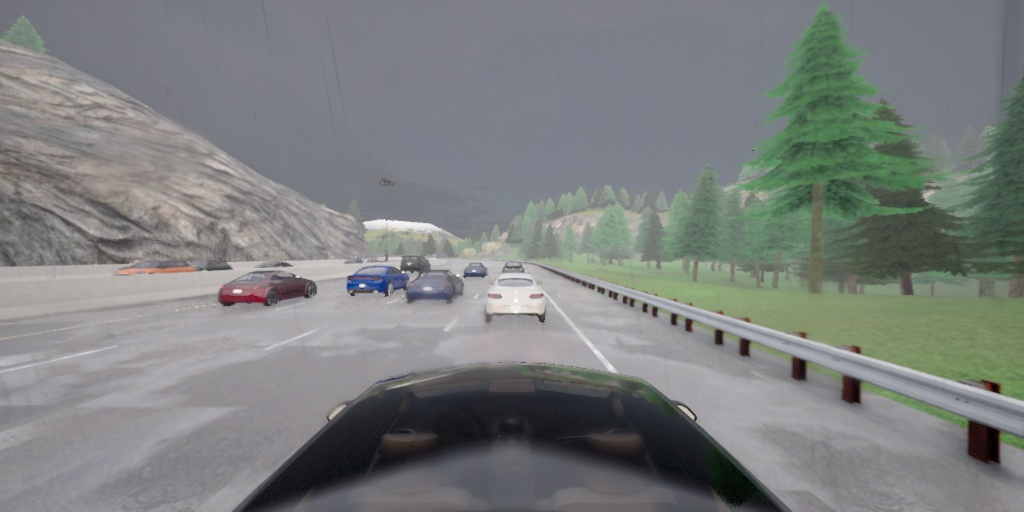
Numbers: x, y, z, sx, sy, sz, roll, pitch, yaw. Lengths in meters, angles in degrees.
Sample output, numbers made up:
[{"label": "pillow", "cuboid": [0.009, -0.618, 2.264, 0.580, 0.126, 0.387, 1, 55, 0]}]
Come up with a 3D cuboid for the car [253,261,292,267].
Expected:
[{"label": "car", "cuboid": [-21.082, 1.234, 31.374, 1.837, 1.490, 4.892, 0, 0, 0]}]

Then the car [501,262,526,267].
[{"label": "car", "cuboid": [0.113, 1.221, 30.066, 2.128, 1.511, 4.902, 0, 0, 0]}]

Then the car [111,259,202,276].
[{"label": "car", "cuboid": [-24.586, 1.086, 24.744, 2.097, 1.767, 4.553, 0, 0, 0]}]

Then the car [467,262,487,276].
[{"label": "car", "cuboid": [-3.386, 1.291, 33.909, 1.994, 1.385, 4.181, 0, 0, 0]}]

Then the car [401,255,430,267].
[{"label": "car", "cuboid": [-10.383, 0.945, 38.845, 2.150, 2.045, 5.566, 0, 0, 0]}]

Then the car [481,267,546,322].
[{"label": "car", "cuboid": [0.101, 1.268, 12.187, 1.812, 1.442, 4.674, 0, 0, 0]}]

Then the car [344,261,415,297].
[{"label": "car", "cuboid": [-6.893, 1.215, 18.970, 1.882, 1.535, 5.008, 0, 0, 0]}]

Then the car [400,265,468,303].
[{"label": "car", "cuboid": [-3.392, 1.303, 16.485, 1.994, 1.385, 4.181, 0, 0, 0]}]

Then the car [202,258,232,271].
[{"label": "car", "cuboid": [-28.077, 1.080, 32.750, 2.097, 1.767, 4.553, 0, 0, 0]}]

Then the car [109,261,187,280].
[{"label": "car", "cuboid": [-31.578, 1.236, 31.380, 1.837, 1.490, 4.892, 0, 0, 0]}]

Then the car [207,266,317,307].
[{"label": "car", "cuboid": [-10.395, 1.304, 15.589, 1.994, 1.385, 4.181, 0, 0, 0]}]
